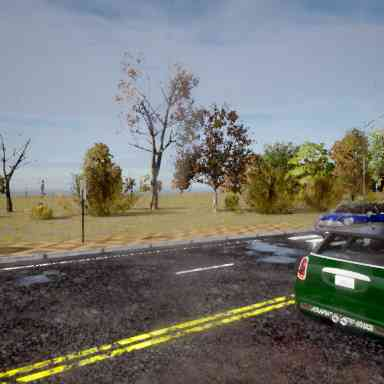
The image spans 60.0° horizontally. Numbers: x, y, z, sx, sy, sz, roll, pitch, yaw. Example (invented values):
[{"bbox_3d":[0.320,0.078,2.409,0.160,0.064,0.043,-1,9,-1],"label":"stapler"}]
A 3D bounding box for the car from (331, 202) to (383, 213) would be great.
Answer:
[{"bbox_3d":[8.411,1.348,17.072,4.553,1.767,2.097,0,0,-33],"label":"car"}]

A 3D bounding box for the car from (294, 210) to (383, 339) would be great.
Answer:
[{"bbox_3d":[4.027,1.351,6.137,4.553,1.767,2.097,0,0,-34],"label":"car"}]
